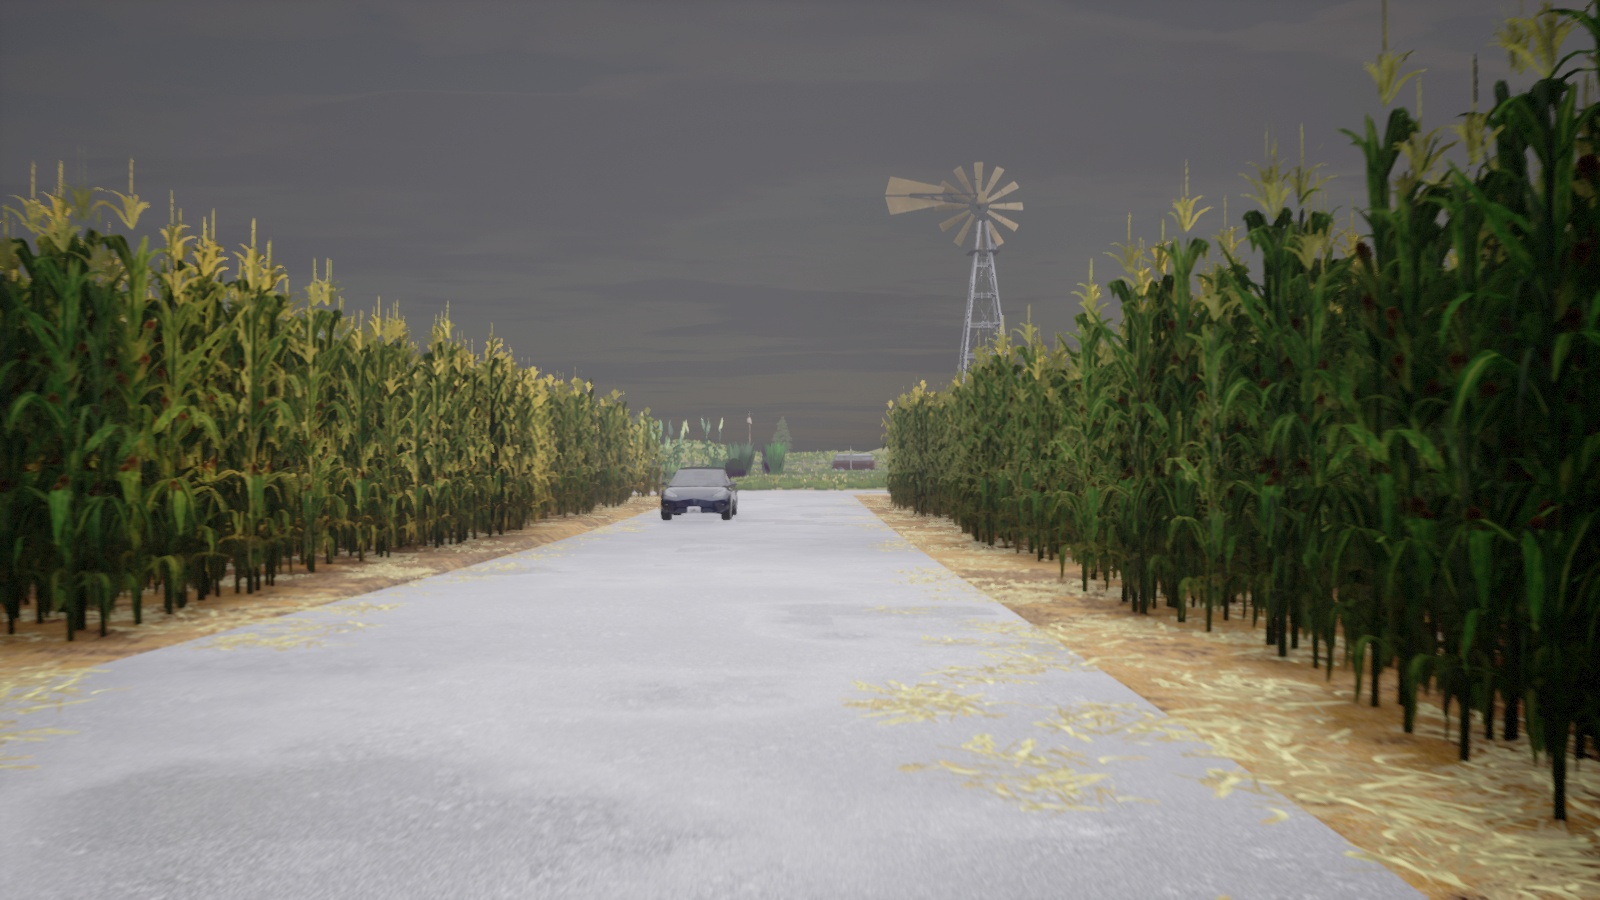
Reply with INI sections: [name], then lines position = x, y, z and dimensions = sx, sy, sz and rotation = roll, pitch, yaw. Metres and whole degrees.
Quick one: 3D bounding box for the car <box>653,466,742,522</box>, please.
[car]
position = -2.878, 1.214, 36.409
dimensions = 2.163, 1.488, 4.792
rotation = 0, 0, 0
